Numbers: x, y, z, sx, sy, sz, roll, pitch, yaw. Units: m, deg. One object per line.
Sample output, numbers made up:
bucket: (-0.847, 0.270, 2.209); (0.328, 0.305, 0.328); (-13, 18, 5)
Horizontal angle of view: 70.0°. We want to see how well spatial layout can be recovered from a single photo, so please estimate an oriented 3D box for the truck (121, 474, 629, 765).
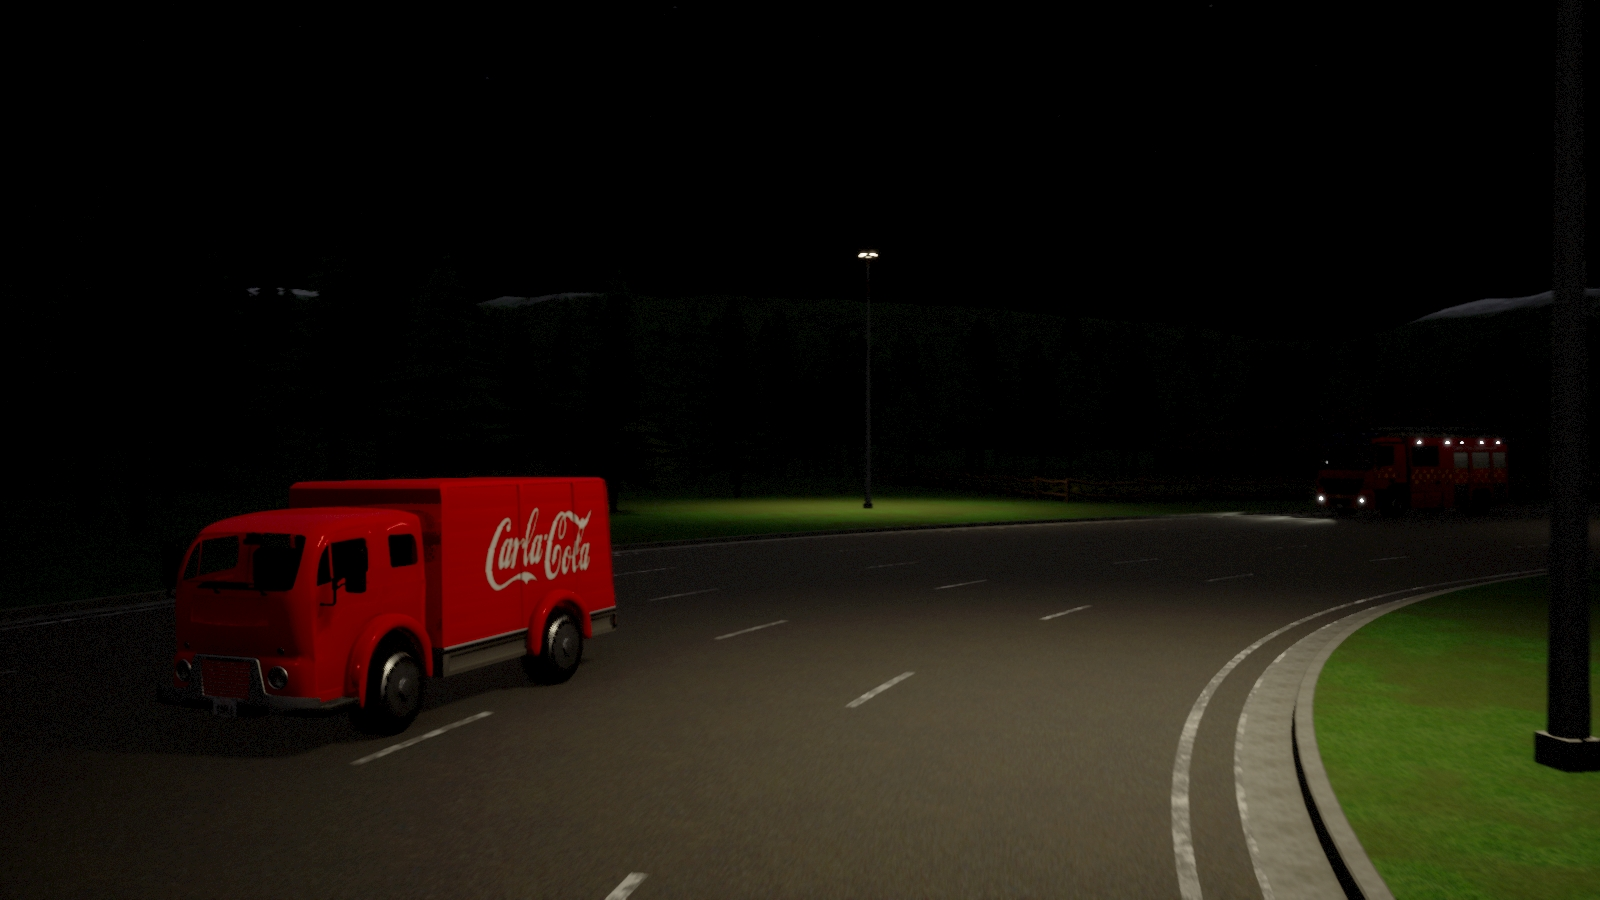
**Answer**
truck: (-4.401, 1.563, 13.011); (2.627, 2.467, 5.204); (-1, 0, 21)
